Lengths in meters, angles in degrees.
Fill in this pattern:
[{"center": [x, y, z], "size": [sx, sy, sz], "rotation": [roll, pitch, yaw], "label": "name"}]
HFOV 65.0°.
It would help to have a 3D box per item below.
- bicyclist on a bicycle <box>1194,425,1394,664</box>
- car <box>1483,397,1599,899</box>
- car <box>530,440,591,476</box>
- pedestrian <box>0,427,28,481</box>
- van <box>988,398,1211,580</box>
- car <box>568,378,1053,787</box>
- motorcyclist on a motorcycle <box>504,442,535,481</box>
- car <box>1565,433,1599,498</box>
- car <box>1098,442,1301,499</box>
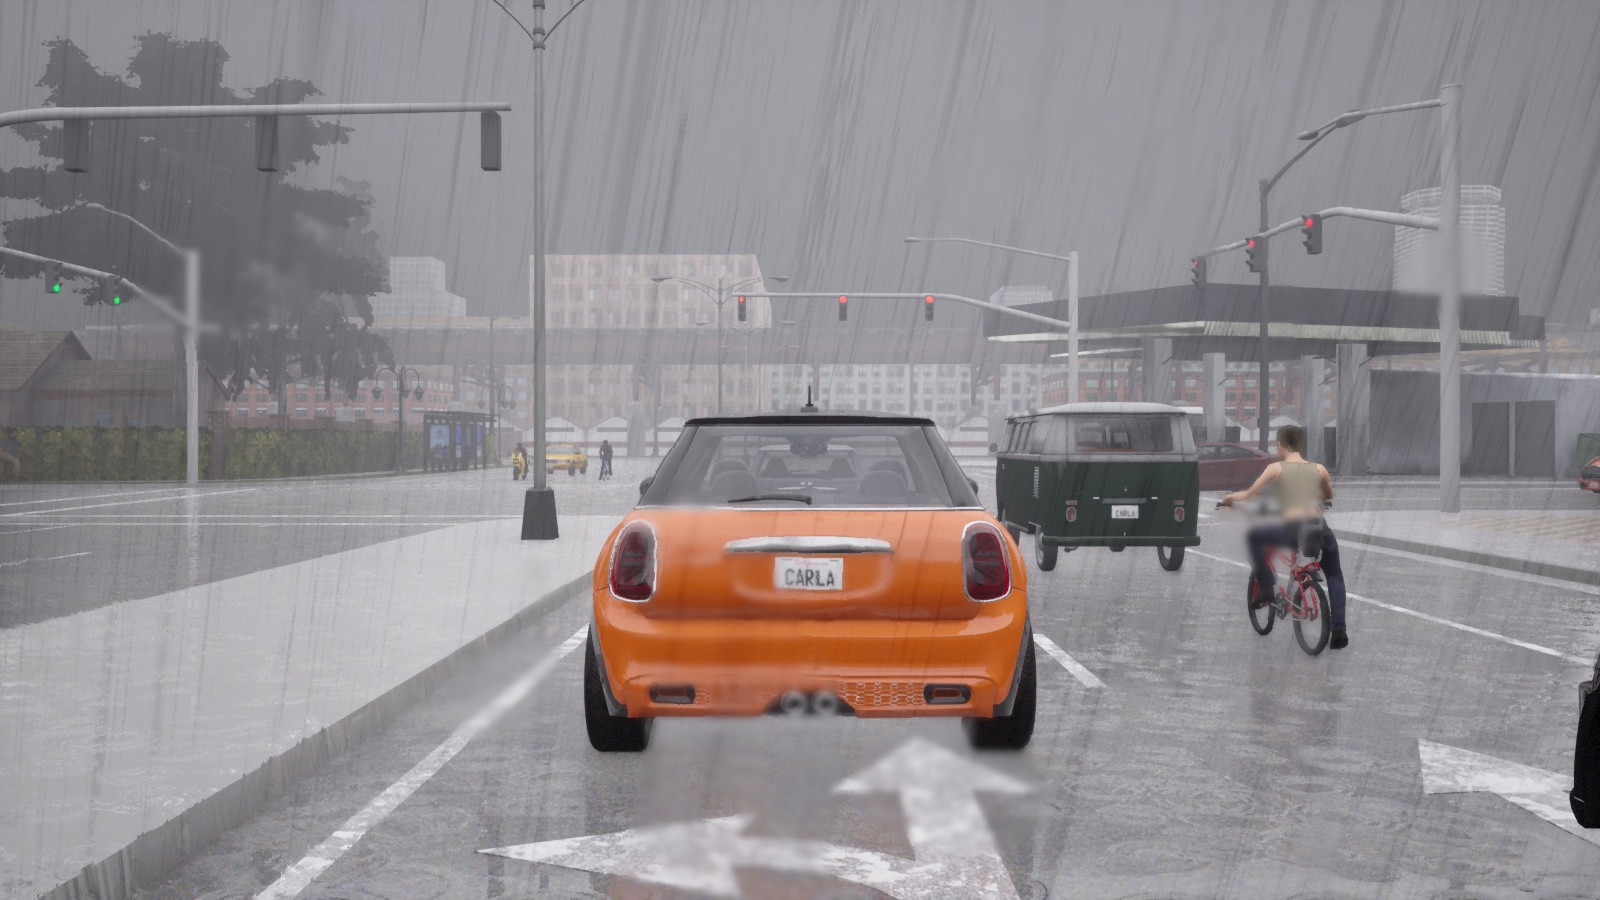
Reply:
[{"center": [3.563, 0.634, 9.213], "size": [0.866, 1.612, 1.509], "rotation": [0, 0, 0], "label": "bicyclist on a bicycle"}, {"center": [3.526, 0.667, 2.216], "size": [2.033, 1.649, 4.856], "rotation": [0, 0, 1], "label": "car"}, {"center": [-11.185, 0.343, 59.029], "size": [1.801, 1.575, 5.366], "rotation": [0, 0, 0], "label": "car"}, {"center": [-26.822, 0.129, 42.800], "size": [0.694, 1.848, 0.540], "rotation": [0, 0, 1], "label": "pedestrian"}, {"center": [3.597, 0.412, 15.917], "size": [1.775, 1.987, 4.442], "rotation": [0, 0, 0], "label": "van"}, {"center": [0.054, 0.561, 7.704], "size": [2.097, 1.767, 4.553], "rotation": [0, 0, 0], "label": "car"}, {"center": [-11.245, 0.435, 50.464], "size": [0.797, 1.523, 2.044], "rotation": [0, 0, 0], "label": "motorcyclist on a motorcycle"}, {"center": [24.063, 0.428, 34.702], "size": [4.553, 1.767, 2.097], "rotation": [0, 0, -1], "label": "car"}, {"center": [10.950, 0.537, 34.662], "size": [5.008, 1.535, 1.882], "rotation": [0, 0, 2], "label": "car"}]
